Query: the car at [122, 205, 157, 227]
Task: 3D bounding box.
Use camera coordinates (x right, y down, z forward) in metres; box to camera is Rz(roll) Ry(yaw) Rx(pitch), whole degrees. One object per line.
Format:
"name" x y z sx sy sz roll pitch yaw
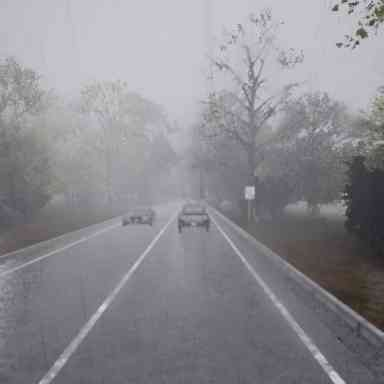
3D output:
"car" -3.576 1.624 23.295 1.994 1.385 4.181 0 0 0

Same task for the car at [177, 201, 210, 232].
"car" 0.100 1.551 20.709 2.128 1.511 4.902 0 0 0

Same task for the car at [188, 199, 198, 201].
"car" 0.105 1.599 41.240 2.033 1.411 5.357 0 0 0
